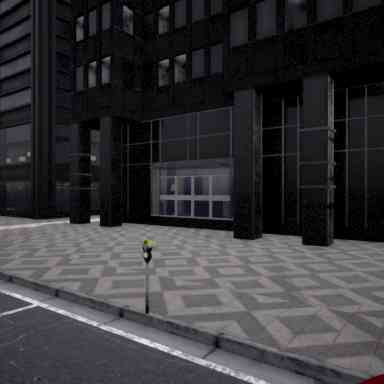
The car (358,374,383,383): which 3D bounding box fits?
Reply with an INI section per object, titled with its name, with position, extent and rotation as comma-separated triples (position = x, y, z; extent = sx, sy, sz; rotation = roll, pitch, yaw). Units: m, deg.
[car]
position = 2.762, 1.545, 0.989
extent = 4.507, 1.381, 1.887
rotation = 0, 0, 36
